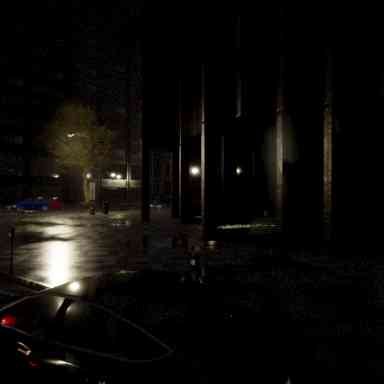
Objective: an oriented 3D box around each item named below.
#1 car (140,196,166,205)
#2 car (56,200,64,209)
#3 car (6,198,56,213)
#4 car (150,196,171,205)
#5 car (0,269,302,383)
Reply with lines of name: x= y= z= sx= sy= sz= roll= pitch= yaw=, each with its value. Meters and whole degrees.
car: x=-6.711 y=1.407 z=58.137 sx=1.812 sy=1.442 sz=4.674 roll=0 pitch=0 yaw=36
car: x=-18.290 y=1.485 z=41.820 sx=1.994 sy=1.385 sz=4.181 roll=0 pitch=0 yaw=35
car: x=-17.915 y=1.471 z=36.707 sx=1.812 sy=1.442 sz=4.674 roll=0 pitch=0 yaw=35
car: x=-4.716 y=1.425 z=55.341 sx=1.812 sy=1.442 sz=4.674 roll=0 pitch=0 yaw=36
car: x=-1.013 y=1.566 z=3.674 sx=4.313 sy=1.339 sz=1.947 roll=0 pitch=0 yaw=35
